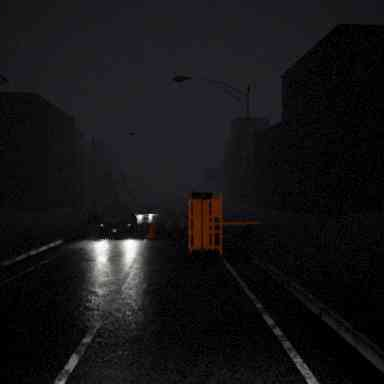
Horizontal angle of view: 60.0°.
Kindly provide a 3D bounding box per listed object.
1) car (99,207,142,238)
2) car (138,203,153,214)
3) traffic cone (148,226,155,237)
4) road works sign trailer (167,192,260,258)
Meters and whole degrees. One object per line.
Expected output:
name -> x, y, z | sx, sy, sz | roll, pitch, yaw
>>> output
car -> -4.188, 1.790, 19.530 | 1.812, 1.442, 4.674 | 0, -2, -5
car -> -6.193, 2.186, 44.613 | 1.994, 1.385, 4.181 | 1, 1, -5
traffic cone -> -2.243, 2.181, 18.376 | 0.340, 0.580, 0.340 | -1, -2, -5
road works sign trailer -> 0.818, 1.164, 13.261 | 2.880, 2.380, 3.560 | 0, -1, -13
